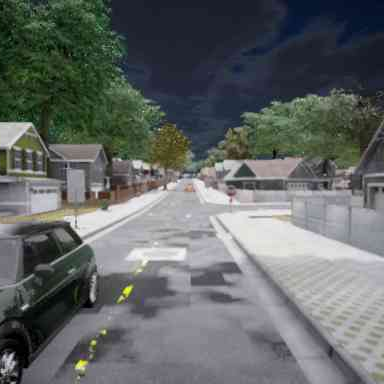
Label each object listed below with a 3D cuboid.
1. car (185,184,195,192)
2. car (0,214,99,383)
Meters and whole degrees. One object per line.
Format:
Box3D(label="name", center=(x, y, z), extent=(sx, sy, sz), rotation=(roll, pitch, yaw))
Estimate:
Box3D(label="car", center=(-0.399, -1.044, 71.321), extent=(2.097, 1.767, 4.553), rotation=(0, 3, 0))
Box3D(label="car", center=(-2.867, 1.296, 4.657), extent=(2.097, 1.767, 4.553), rotation=(0, 1, 0))
